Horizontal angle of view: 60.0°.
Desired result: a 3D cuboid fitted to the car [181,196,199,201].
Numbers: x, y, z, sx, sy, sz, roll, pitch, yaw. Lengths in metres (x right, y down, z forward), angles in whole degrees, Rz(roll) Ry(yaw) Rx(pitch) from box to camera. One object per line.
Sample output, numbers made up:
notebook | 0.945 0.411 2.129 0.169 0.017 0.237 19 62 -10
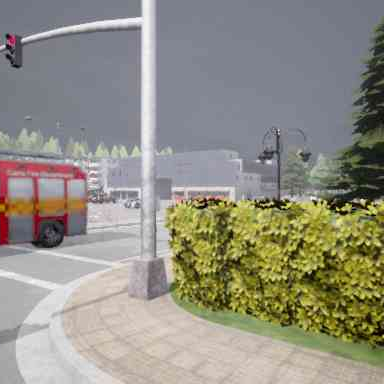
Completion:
car | -0.269 1.367 47.688 1.845 1.501 3.633 0 0 35

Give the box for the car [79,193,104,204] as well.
car | -18.006 1.066 59.823 1.905 1.878 3.866 0 0 35

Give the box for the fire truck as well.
fire truck | -8.008 0.339 11.854 2.891 3.827 8.468 0 0 35

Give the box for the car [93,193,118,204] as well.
car | -15.392 1.087 58.489 1.932 1.855 4.605 0 0 35

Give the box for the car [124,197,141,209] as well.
car | -6.975 1.377 43.332 1.970 1.475 3.806 0 0 35
